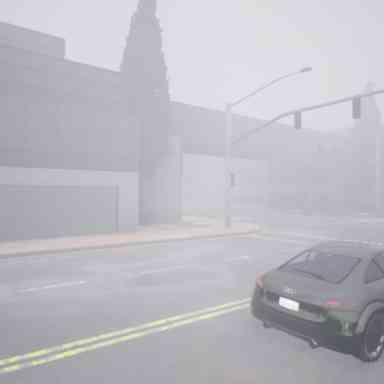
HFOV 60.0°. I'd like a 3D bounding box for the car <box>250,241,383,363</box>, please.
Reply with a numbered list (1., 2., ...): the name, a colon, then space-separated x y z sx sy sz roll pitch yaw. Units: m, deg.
1. car: 3.025 1.600 5.994 4.181 1.385 1.994 0 0 -36
